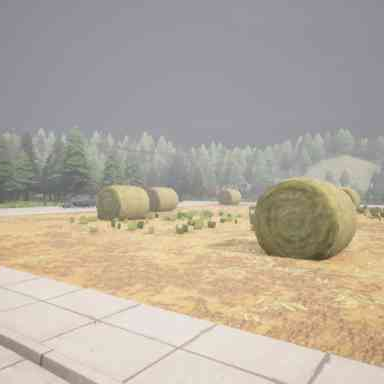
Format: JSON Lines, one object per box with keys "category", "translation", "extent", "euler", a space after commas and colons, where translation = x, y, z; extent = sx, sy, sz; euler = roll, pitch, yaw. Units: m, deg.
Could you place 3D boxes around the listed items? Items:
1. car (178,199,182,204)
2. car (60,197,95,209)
{"category": "car", "translation": [-3.889, 1.593, 60.780], "extent": [1.895, 1.301, 4.718], "euler": [0, 0, 36]}
{"category": "car", "translation": [-15.471, 1.495, 45.287], "extent": [2.128, 1.511, 4.902], "euler": [0, 0, 37]}
